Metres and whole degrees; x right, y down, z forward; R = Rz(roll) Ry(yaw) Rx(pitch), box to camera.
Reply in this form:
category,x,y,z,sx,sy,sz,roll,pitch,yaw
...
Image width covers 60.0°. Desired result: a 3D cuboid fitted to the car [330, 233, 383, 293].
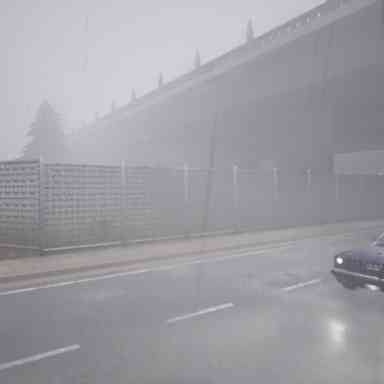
category,x,y,z,sx,sy,sz,roll,pitch,yaw
car,5.327,1.536,7.779,4.718,1.301,1.895,-1,0,-35
